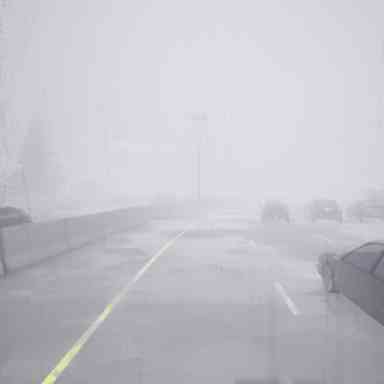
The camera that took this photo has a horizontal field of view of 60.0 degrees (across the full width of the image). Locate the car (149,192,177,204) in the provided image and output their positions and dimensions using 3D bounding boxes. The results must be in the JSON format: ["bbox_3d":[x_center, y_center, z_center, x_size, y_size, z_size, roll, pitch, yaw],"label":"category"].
[{"bbox_3d":[-4.247,0.998,53.035,2.150,2.045,5.566,0,0,21],"label":"car"}]

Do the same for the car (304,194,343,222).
[{"bbox_3d":[9.816,1.278,25.201,2.097,1.767,4.553,0,0,11],"label":"car"}]

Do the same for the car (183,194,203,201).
[{"bbox_3d":[0.199,1.133,54.842,2.097,1.767,4.553,0,0,22],"label":"car"}]

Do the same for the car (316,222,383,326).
[{"bbox_3d":[3.801,1.535,5.625,2.033,1.411,5.357,0,0,3],"label":"car"}]

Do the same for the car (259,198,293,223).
[{"bbox_3d":[6.189,1.422,24.992,1.837,1.490,4.892,0,0,11],"label":"car"}]

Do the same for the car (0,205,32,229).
[{"bbox_3d":[-9.567,1.416,15.608,1.837,1.490,4.892,0,0,7],"label":"car"}]

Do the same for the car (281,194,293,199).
[{"bbox_3d":[20.209,1.286,73.796,1.812,1.442,4.674,0,0,32],"label":"car"}]

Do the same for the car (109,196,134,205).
[{"bbox_3d":[-11.355,1.300,54.081,2.033,1.411,5.357,0,0,20],"label":"car"}]

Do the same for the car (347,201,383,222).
[{"bbox_3d":[13.530,1.424,25.986,2.128,1.511,4.902,0,0,12],"label":"car"}]

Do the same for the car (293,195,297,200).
[{"bbox_3d":[23.475,1.205,78.851,1.801,1.575,5.366,0,0,34],"label":"car"}]

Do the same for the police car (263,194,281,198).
[{"bbox_3d":[15.446,1.206,65.457,1.930,1.638,5.238,0,0,28],"label":"police car"}]
